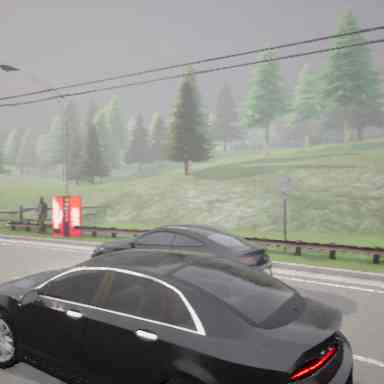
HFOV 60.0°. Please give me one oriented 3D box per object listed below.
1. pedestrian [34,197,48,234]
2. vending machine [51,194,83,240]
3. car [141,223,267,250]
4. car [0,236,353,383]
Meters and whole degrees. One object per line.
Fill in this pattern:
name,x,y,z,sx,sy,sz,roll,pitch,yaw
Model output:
pedestrian,-7.305,1.122,16.188,0.375,1.860,0.375,0,0,26
vending machine,-5.996,1.172,15.961,0.880,2.100,1.100,0,0,27
car,-0.402,1.503,8.111,4.674,1.442,1.812,0,0,32
car,-0.708,1.496,4.165,4.892,1.490,1.837,0,0,33
